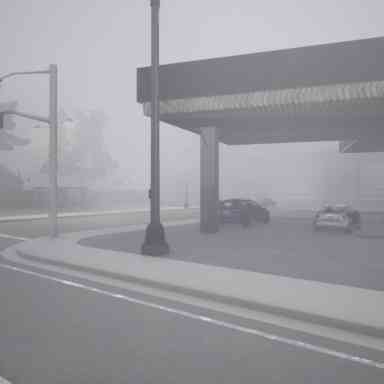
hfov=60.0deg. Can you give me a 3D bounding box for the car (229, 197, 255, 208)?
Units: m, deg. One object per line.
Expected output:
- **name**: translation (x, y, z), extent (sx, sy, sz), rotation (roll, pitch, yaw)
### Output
- **car**: translation (7.508, 1.502, 49.829), extent (1.837, 1.490, 4.892), rotation (0, 0, 36)

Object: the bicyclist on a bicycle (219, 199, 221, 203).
- **bicyclist on a bicycle**: translation (2.531, 1.385, 29.695), extent (0.582, 1.620, 1.656), rotation (0, -9, -36)

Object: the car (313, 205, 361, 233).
- **car**: translation (8.485, 1.455, 19.241), extent (1.970, 1.475, 3.806), rotation (0, 0, 37)

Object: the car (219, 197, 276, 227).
- **car**: translation (3.411, 1.294, 22.040), extent (2.242, 1.667, 4.611), rotation (0, 0, 37)
